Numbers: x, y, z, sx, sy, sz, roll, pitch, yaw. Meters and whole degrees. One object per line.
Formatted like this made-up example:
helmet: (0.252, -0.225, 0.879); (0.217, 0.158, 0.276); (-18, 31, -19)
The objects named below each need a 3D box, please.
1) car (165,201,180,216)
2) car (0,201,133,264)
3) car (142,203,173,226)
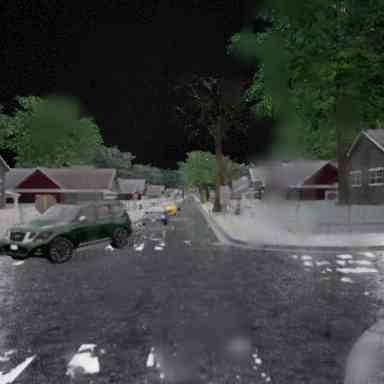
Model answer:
car: (-2.832, 1.979, 39.819); (1.882, 1.535, 5.008); (0, -1, 0)
car: (-4.622, 1.426, 13.332); (2.150, 2.045, 5.566); (0, 1, 25)
car: (-2.843, 1.867, 26.954); (1.812, 1.442, 4.674); (0, -1, 0)
